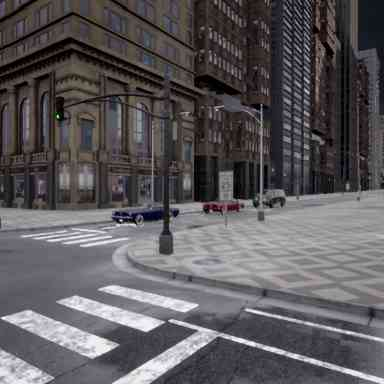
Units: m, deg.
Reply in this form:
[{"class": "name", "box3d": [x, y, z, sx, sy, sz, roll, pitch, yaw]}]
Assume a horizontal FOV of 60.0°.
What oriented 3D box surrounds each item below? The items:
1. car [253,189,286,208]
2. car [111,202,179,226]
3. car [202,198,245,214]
[{"class": "car", "box3d": [8.998, 0.697, 38.346, 2.150, 2.045, 5.566, 0, 1, 36]}, {"class": "car", "box3d": [-2.943, 1.351, 21.606, 1.895, 1.301, 4.718, 0, 1, 36]}, {"class": "car", "box3d": [2.859, 1.217, 29.740, 1.895, 1.301, 4.718, 0, 1, 35]}]
